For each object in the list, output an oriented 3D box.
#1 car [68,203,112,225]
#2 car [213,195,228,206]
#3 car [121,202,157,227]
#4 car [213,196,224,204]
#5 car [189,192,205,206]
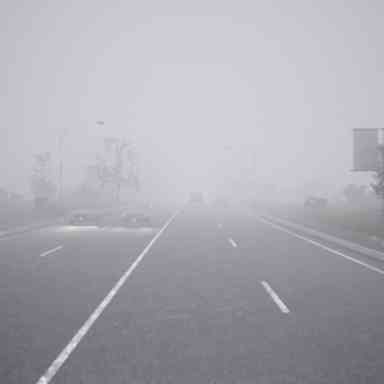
[{"bbox_3d":[-6.956,1.481,22.963,1.994,1.385,4.181,0,0,1],"label":"car"},{"bbox_3d":[4.198,1.173,49.373,2.097,1.767,4.553,0,0,3],"label":"car"},{"bbox_3d":[-3.464,1.444,22.435,1.812,1.442,4.674,0,0,1],"label":"car"},{"bbox_3d":[4.765,1.385,59.652,1.895,1.301,4.718,0,0,4],"label":"car"},{"bbox_3d":[0.685,1.044,49.138,2.150,2.045,5.566,0,0,3],"label":"car"}]
